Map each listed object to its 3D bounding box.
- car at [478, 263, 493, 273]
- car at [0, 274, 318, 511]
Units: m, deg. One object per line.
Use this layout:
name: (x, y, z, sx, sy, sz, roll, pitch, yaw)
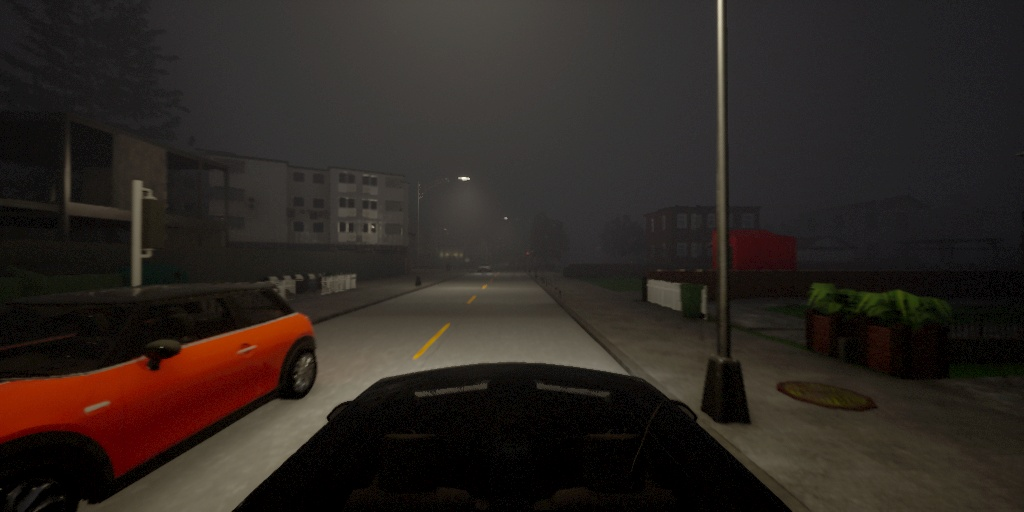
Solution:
car: (-4.000, 1.758, 53.527, 1.812, 1.442, 4.674, 0, -1, 0)
car: (-3.998, 1.118, 3.531, 2.097, 1.767, 4.553, 0, 0, 0)
